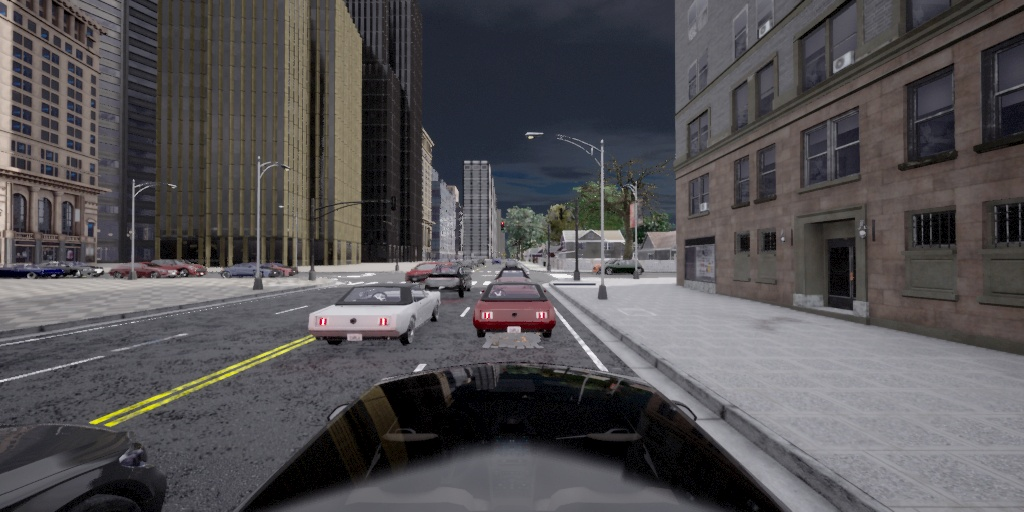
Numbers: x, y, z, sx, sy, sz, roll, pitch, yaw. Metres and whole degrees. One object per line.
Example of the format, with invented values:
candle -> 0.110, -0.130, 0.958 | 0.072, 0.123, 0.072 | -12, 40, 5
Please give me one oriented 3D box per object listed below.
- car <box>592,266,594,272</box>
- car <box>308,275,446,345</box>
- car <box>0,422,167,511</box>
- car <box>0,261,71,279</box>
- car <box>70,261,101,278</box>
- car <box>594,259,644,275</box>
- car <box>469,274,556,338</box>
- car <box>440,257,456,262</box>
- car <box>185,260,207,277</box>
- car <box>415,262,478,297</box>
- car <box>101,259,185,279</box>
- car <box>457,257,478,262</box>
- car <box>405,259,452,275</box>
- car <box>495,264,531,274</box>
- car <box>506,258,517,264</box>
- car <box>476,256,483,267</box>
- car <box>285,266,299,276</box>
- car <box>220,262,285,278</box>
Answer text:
car -> 11.603, 1.157, 41.246 | 4.553, 1.767, 2.097 | 0, -1, 0
car -> -3.181, 1.352, 9.462 | 1.895, 1.301, 4.718 | 0, 0, 0
car -> -3.141, 1.275, 0.319 | 1.812, 1.442, 4.674 | 0, 0, 0
car -> -40.383, 1.305, 29.649 | 4.718, 1.301, 1.895 | 0, -1, -6
car -> -40.587, 1.229, 32.886 | 4.902, 1.511, 2.128 | 0, -1, -6
car -> 11.482, 1.124, 37.995 | 4.553, 1.767, 2.097 | 0, -1, 0
car -> 0.052, 1.351, 10.183 | 1.895, 1.301, 4.718 | 0, 0, 0
car -> -10.020, 1.105, 52.619 | 2.097, 1.767, 4.553 | 0, 0, 0
car -> -31.516, 1.092, 33.683 | 4.553, 1.767, 2.097 | 0, -1, -5
car -> -3.209, 1.243, 18.715 | 2.128, 1.511, 4.902 | 0, 0, 0
car -> -31.216, 1.233, 30.449 | 4.674, 1.442, 1.812 | 0, -1, -4
car -> -6.771, 1.258, 54.447 | 1.837, 1.490, 4.892 | 0, 0, 0
car -> -6.050, 1.226, 25.696 | 1.882, 1.535, 5.008 | -1, 0, 6
car -> 0.038, 1.316, 18.940 | 1.994, 1.385, 4.181 | 0, 0, 0
car -> -0.106, 1.317, 60.424 | 1.994, 1.385, 4.181 | 0, 0, 0
car -> -6.779, 1.258, 64.586 | 1.837, 1.490, 4.892 | 0, 0, 0
car -> -22.832, 1.304, 34.224 | 4.181, 1.385, 1.994 | 0, -1, -3
car -> -22.543, 1.271, 30.983 | 4.181, 1.385, 1.994 | 0, -1, -3
